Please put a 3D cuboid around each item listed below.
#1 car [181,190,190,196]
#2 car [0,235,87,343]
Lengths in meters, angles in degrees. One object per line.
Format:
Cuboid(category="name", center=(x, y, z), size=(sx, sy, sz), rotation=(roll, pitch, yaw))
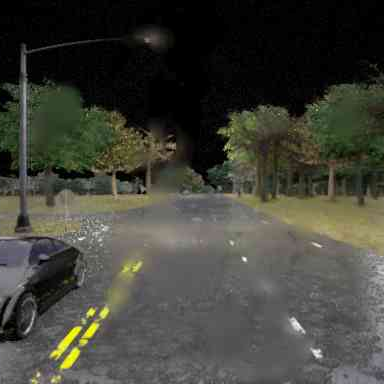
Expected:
Cuboid(category="car", center=(-1.571, 0.240, 84.212), size=(1.994, 1.385, 4.181), rotation=(0, 1, 2))
Cuboid(category="car", center=(-3.503, 1.558, 6.329), size=(1.994, 1.385, 4.181), rotation=(0, 0, 0))
